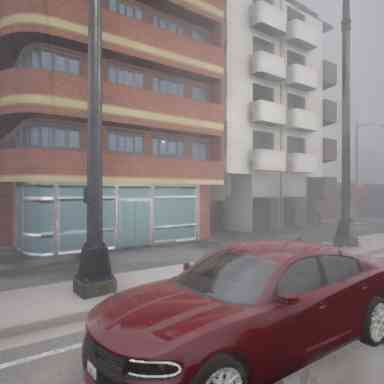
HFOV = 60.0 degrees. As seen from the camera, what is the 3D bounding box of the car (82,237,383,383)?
[{"bbox_3d":[1.027,1.477,4.756,5.008,1.535,1.882,0,0,-36],"label":"car"}]
